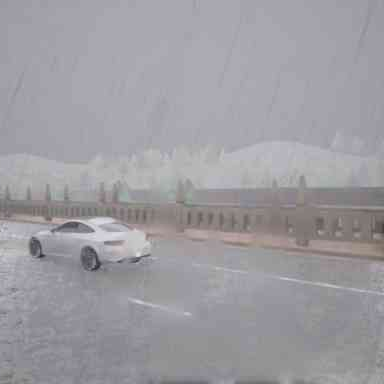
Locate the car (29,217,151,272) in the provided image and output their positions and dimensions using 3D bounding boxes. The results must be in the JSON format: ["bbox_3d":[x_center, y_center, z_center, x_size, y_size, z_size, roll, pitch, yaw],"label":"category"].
[{"bbox_3d":[-3.388,1.526,10.792,4.674,1.442,1.812,0,0,36],"label":"car"}]
